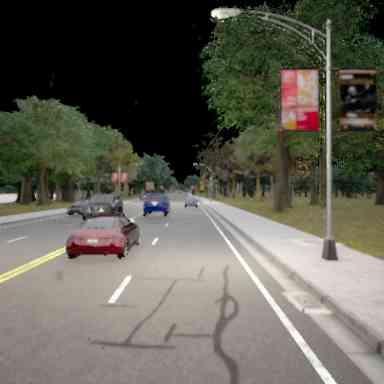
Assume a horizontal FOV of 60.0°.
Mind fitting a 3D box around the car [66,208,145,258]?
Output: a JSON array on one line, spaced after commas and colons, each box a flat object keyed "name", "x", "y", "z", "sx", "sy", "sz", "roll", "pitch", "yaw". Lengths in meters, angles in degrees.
[{"name": "car", "x": -3.170, "y": 1.530, "z": 12.596, "sx": 1.994, "sy": 1.385, "sz": 4.181, "roll": 0, "pitch": 0, "yaw": 0}]

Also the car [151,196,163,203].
[{"name": "car", "x": -6.952, "y": 1.515, "z": 66.947, "sx": 1.994, "sy": 1.385, "sz": 4.181, "roll": 0, "pitch": 0, "yaw": -1}]

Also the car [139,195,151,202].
[{"name": "car", "x": -10.285, "y": 1.373, "z": 73.356, "sx": 1.882, "sy": 1.535, "sz": 5.008, "roll": 0, "pitch": 0, "yaw": -1}]

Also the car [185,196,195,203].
[{"name": "car", "x": -0.443, "y": 1.501, "z": 66.613, "sx": 1.994, "sy": 1.385, "sz": 4.181, "roll": 0, "pitch": 0, "yaw": -1}]

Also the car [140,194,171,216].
[{"name": "car", "x": -3.255, "y": 1.155, "z": 31.528, "sx": 2.150, "sy": 2.045, "sz": 5.566, "roll": 0, "pitch": 0, "yaw": 0}]

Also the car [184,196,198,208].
[{"name": "car", "x": -0.134, "y": 1.472, "z": 47.597, "sx": 2.033, "sy": 1.411, "sz": 5.357, "roll": 0, "pitch": 0, "yaw": 0}]

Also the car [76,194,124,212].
[{"name": "car", "x": -6.672, "y": 1.164, "z": 25.501, "sx": 2.150, "sy": 2.045, "sz": 5.566, "roll": 0, "pitch": 0, "yaw": 0}]

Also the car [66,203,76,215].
[{"name": "car", "x": -9.950, "y": 1.482, "z": 31.078, "sx": 2.033, "sy": 1.411, "sz": 5.357, "roll": 0, "pitch": 0, "yaw": 0}]
